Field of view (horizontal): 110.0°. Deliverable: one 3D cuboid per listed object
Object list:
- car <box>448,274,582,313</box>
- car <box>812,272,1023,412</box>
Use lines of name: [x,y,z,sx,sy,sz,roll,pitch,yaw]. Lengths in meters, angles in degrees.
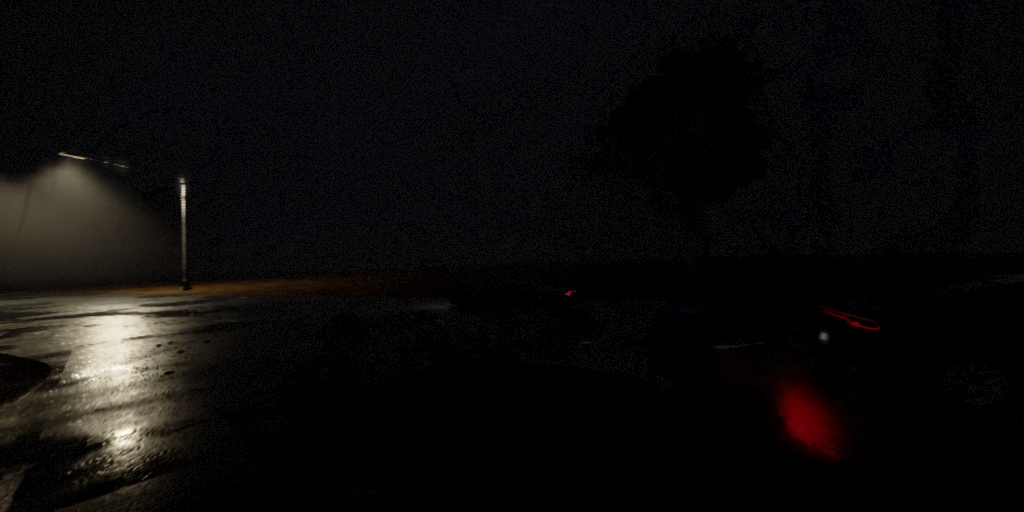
car: [0.088,1.465,14.716,5.357,1.411,2.033,-2,0,22]
car: [6.889,0.937,4.362,5.008,1.535,1.882,-2,-1,22]
